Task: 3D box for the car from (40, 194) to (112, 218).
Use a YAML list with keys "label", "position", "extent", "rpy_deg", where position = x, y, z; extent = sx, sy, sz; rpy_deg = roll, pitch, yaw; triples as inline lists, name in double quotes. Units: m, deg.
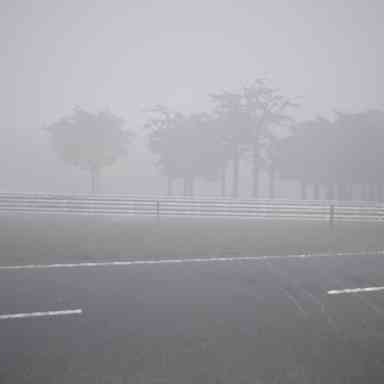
- label: "car"
  position: [-8.153, 0.945, 23.531]
  extent: [4.892, 1.490, 1.837]
  rpy_deg: [1, 2, 3]
